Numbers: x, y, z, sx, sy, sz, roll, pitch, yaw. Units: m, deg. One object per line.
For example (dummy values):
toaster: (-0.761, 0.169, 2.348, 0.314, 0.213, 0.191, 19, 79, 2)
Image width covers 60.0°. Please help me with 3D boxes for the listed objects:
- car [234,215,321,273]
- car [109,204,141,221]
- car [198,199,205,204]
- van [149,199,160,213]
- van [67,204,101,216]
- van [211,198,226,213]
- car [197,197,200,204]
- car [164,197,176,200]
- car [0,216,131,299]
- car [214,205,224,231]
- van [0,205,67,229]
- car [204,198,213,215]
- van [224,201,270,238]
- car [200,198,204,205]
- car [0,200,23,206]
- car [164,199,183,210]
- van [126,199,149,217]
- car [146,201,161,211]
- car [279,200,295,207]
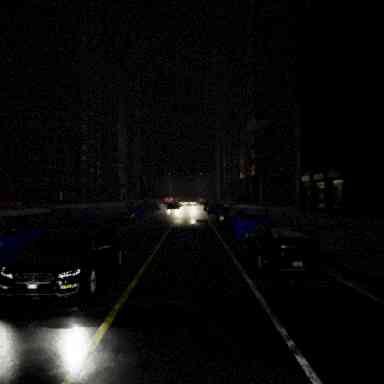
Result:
car: (2.762, 1.673, 10.874, 2.008, 1.369, 4.403, 0, -1, 0)
car: (-5.762, 1.897, 27.896, 1.802, 1.307, 4.206, 0, -1, 0)
car: (2.767, 2.634, 94.506, 1.887, 1.381, 4.507, 0, -1, 0)
van: (-5.762, 1.851, 44.930, 1.690, 1.788, 3.998, 0, -1, 0)
van: (-5.764, 1.527, 16.545, 1.690, 1.788, 3.998, 0, -1, 0)
van: (2.762, 1.656, 27.908, 1.690, 1.788, 3.998, 0, -1, 0)
car: (2.766, 2.440, 77.586, 2.008, 1.369, 4.403, 0, -1, 0)
car: (-5.759, 2.271, 83.220, 2.192, 1.841, 5.009, 0, -1, 0)
car: (-3.101, 1.605, 8.887, 1.837, 1.490, 4.892, 0, -1, 0)
car: (2.762, 1.795, 22.228, 1.887, 1.381, 4.507, 0, -1, 0)
van: (-5.764, 1.464, 10.868, 1.690, 1.788, 3.998, 0, -1, 0)
car: (2.763, 1.884, 39.261, 1.967, 1.590, 4.097, 0, -1, 0)
van: (2.761, 1.527, 16.554, 1.690, 1.788, 3.998, 0, -1, 0)
car: (2.764, 1.890, 50.617, 2.192, 1.841, 5.009, 0, -1, 0)
car: (-34.336, 2.273, 62.473, 5.008, 1.535, 1.882, 0, -1, 0)
car: (-2.997, 2.220, 54.435, 1.994, 1.385, 4.181, 0, -1, 0)
van: (-5.763, 1.721, 33.576, 1.690, 1.788, 3.998, 0, -1, 0)
car: (-5.761, 2.099, 50.435, 1.752, 1.417, 4.829, 0, -1, 0)
car: (19.251, 2.216, 62.695, 5.357, 1.411, 2.033, 0, -1, 0)
